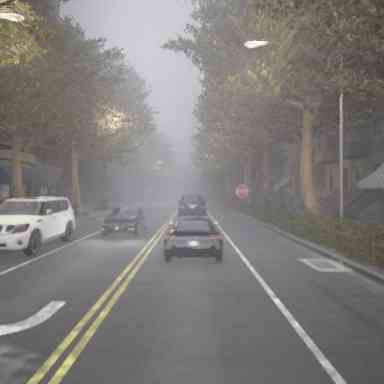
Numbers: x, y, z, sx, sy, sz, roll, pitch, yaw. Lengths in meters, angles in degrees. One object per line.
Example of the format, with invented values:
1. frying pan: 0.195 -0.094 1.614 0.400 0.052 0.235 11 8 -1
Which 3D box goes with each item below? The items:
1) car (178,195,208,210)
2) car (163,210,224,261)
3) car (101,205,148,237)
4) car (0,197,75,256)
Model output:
1. car: 0.052 1.216 26.503 2.150 2.045 5.566 0 0 0
2. car: 0.061 1.561 12.244 1.994 1.385 4.181 0 0 0
3. car: -3.569 1.504 18.274 1.837 1.490 4.892 0 0 0
4. car: -6.554 1.227 13.468 2.435 2.045 5.566 0 0 0
